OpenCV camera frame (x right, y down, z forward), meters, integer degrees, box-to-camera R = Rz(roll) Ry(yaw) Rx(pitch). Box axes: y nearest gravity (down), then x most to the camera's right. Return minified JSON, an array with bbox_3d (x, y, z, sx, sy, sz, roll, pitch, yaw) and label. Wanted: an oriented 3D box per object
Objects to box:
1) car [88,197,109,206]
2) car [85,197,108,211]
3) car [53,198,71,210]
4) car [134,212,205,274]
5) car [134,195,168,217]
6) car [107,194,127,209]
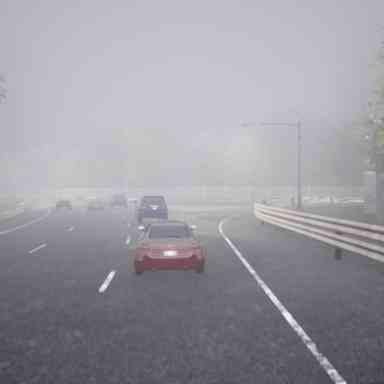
[{"bbox_3d":[-16.285,1.615,57.575,2.033,1.411,5.357,0,0,-32],"label":"car"},{"bbox_3d":[-12.138,1.614,41.475,1.994,1.385,4.181,0,0,-22],"label":"car"},{"bbox_3d":[-17.232,1.574,44.311,1.837,1.490,4.892,0,0,-26],"label":"car"},{"bbox_3d":[-0.774,1.569,10.668,1.994,1.385,4.181,0,0,-6],"label":"car"},{"bbox_3d":[-3.231,1.237,25.786,2.150,2.045,5.566,0,0,-13],"label":"car"},{"bbox_3d":[-10.650,1.267,46.771,2.150,2.045,5.566,0,0,-24],"label":"car"}]
